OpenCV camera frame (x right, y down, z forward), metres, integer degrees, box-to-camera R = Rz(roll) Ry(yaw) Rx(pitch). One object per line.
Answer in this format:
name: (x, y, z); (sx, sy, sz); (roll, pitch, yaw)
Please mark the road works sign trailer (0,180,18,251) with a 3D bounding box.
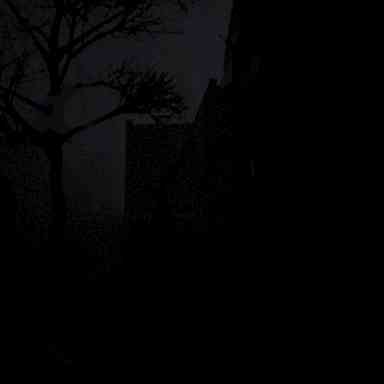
road works sign trailer: (-7.740, 0.904, 10.853); (3.560, 2.380, 2.880); (-4, 2, -9)
